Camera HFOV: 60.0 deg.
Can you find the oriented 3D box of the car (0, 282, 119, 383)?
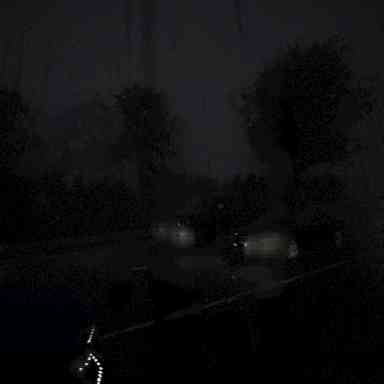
[{"bbox_3d":[-3.184,1.269,1.599,5.566,2.045,2.150,-2,1,-35],"label":"car"}]

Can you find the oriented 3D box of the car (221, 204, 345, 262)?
[{"bbox_3d":[3.474,1.277,11.416,4.892,1.490,1.837,-2,1,-41],"label":"car"}]

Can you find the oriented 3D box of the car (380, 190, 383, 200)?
[{"bbox_3d":[26.949,0.380,45.652,1.895,1.301,4.718,-1,1,29],"label":"car"}]

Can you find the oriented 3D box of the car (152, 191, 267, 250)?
[{"bbox_3d":[1.011,1.011,13.862,5.566,2.045,2.150,-2,1,-40],"label":"car"}]
